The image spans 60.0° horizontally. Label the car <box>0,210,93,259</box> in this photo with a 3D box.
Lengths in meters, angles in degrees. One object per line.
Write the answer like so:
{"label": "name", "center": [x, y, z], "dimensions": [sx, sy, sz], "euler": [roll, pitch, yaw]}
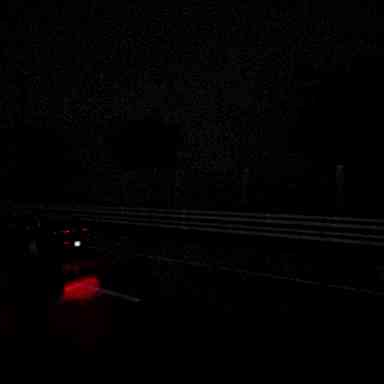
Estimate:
{"label": "car", "center": [-5.756, 1.447, 12.399], "dimensions": [4.892, 1.490, 1.837], "euler": [0, 0, 36]}
